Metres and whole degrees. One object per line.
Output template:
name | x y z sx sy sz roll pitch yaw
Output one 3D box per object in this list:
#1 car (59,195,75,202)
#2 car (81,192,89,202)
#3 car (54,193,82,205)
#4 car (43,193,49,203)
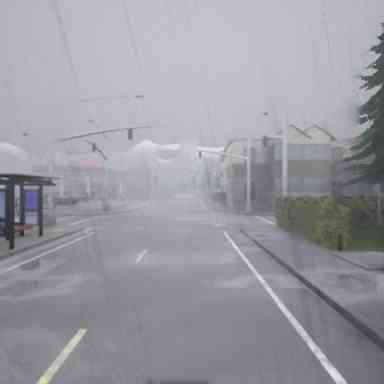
car | -25.974 1.314 69.431 1.970 1.475 3.806 0 0 0
car | -22.648 1.032 68.829 1.905 1.878 3.866 0 0 0
car | -18.939 1.315 50.962 2.007 1.523 4.514 0 0 0
car | -25.911 1.080 60.951 1.932 1.855 4.605 0 0 0
